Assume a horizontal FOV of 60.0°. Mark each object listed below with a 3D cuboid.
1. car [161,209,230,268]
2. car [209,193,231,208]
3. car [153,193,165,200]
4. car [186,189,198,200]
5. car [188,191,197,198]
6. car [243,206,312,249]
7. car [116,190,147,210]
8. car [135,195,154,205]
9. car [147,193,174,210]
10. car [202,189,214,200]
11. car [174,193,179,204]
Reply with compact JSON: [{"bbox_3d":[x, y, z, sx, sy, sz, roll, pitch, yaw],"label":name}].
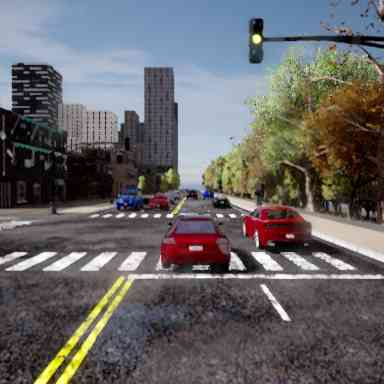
[{"bbox_3d":[0.104,1.443,10.878,1.994,1.385,4.181,0,1,0],"label":"car"},{"bbox_3d":[3.364,1.128,39.052,1.994,1.385,4.181,0,1,0],"label":"car"},{"bbox_3d":[-6.485,0.825,65.972,1.994,1.385,4.181,0,1,0],"label":"car"},{"bbox_3d":[0.020,0.493,65.050,2.150,2.045,5.566,0,1,0],"label":"car"},{"bbox_3d":[0.024,0.538,75.440,1.994,1.385,4.181,0,1,0],"label":"car"},{"bbox_3d":[3.355,1.323,13.834,1.882,1.535,5.008,0,1,0],"label":"car"},{"bbox_3d":[-6.571,0.822,35.788,2.150,2.045,5.566,0,1,0],"label":"car"},{"bbox_3d":[-6.566,1.082,46.379,1.895,1.301,4.718,0,1,0],"label":"car"},{"bbox_3d":[-3.324,1.081,35.539,1.882,1.535,5.008,0,1,0],"label":"car"},{"bbox_3d":[3.272,0.491,65.316,2.150,2.045,5.566,0,1,0],"label":"car"},{"bbox_3d":[-3.310,1.028,46.502,2.033,1.411,5.357,0,1,0],"label":"car"}]
